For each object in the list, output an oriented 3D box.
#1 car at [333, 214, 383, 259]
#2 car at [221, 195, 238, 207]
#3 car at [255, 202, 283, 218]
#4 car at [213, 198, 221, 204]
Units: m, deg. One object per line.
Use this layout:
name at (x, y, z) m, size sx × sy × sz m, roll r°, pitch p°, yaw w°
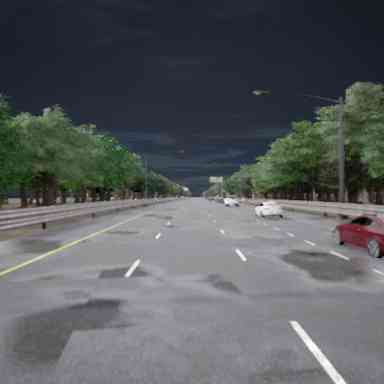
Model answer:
car at (7.006, 1.539, 12.476) m, size 1.812 × 1.442 × 4.674 m, roll 0°, pitch 0°, yaw 0°
car at (7.187, 1.650, 61.142) m, size 2.150 × 2.045 × 5.566 m, roll 0°, pitch -1°, yaw 0°
car at (7.043, 1.625, 30.681) m, size 1.812 × 1.442 × 4.674 m, roll 0°, pitch 0°, yaw 0°
car at (7.403, 2.316, 88.227) m, size 1.812 × 1.442 × 4.674 m, roll 0°, pitch -1°, yaw 1°
